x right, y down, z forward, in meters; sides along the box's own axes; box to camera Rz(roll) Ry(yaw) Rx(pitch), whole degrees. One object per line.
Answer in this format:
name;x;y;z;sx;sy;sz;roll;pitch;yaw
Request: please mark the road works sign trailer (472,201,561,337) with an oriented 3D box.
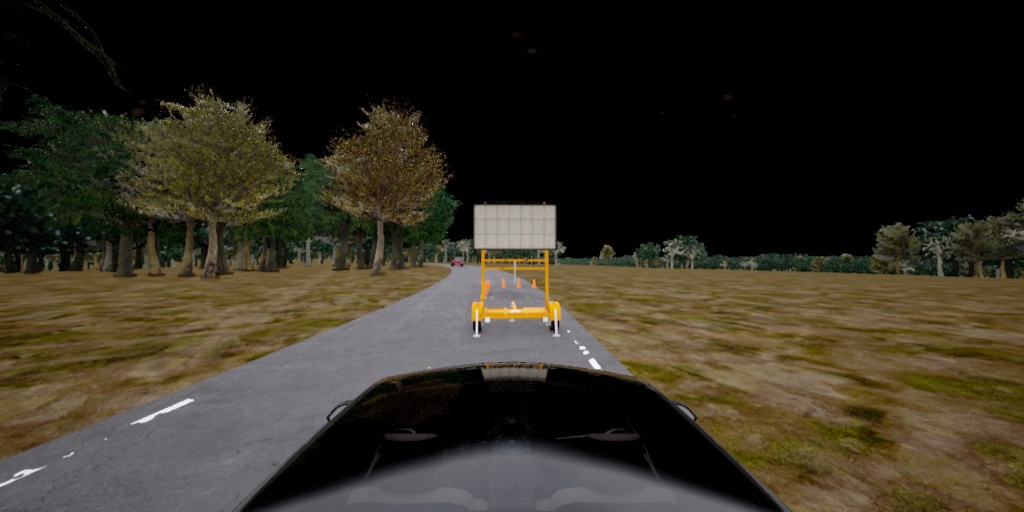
road works sign trailer;0.081;0.236;10.362;2.380;3.560;2.880;0;0;-2
